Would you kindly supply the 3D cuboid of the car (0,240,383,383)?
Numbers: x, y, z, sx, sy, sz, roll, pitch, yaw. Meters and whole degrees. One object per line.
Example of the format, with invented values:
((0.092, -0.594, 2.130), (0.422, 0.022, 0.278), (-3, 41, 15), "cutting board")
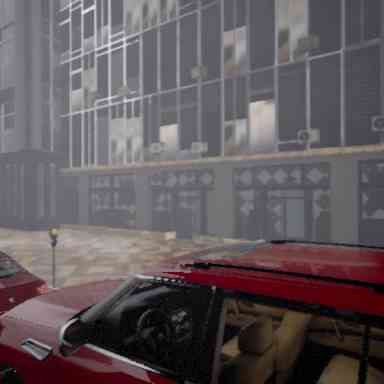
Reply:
((0.447, 1.311, 2.413), (5.009, 1.841, 2.192), (0, 0, 36), "car")
